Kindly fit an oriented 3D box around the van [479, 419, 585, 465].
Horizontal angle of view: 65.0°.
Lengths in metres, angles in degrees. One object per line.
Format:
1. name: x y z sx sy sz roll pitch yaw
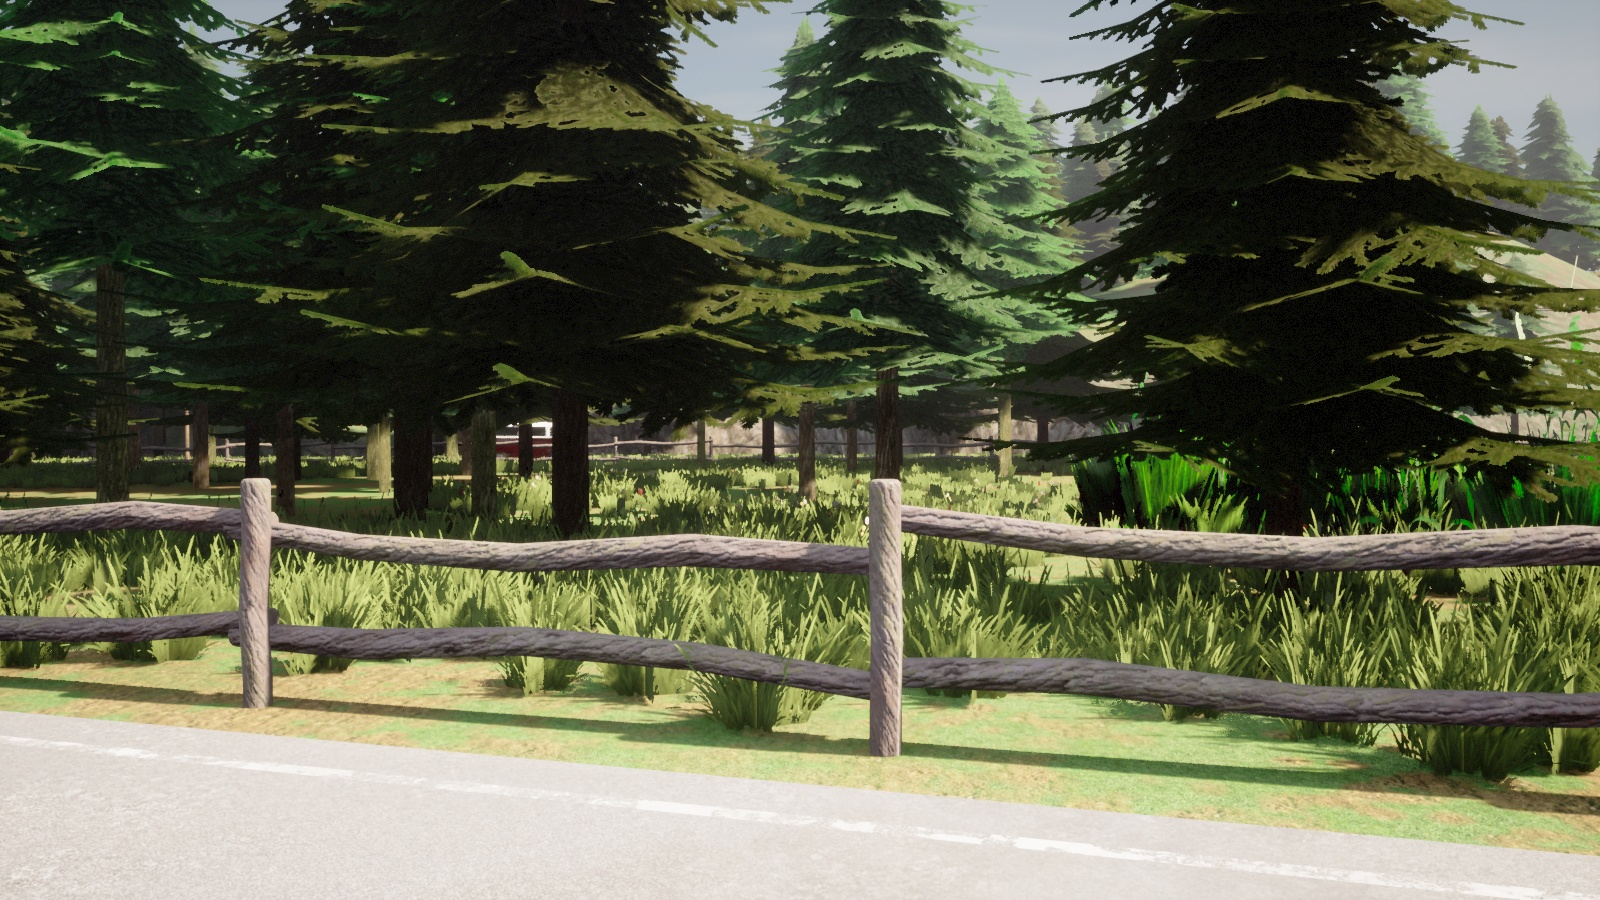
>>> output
1. van: -11.910 -0.359 56.137 4.480 2.038 2.069 0 1 -7
